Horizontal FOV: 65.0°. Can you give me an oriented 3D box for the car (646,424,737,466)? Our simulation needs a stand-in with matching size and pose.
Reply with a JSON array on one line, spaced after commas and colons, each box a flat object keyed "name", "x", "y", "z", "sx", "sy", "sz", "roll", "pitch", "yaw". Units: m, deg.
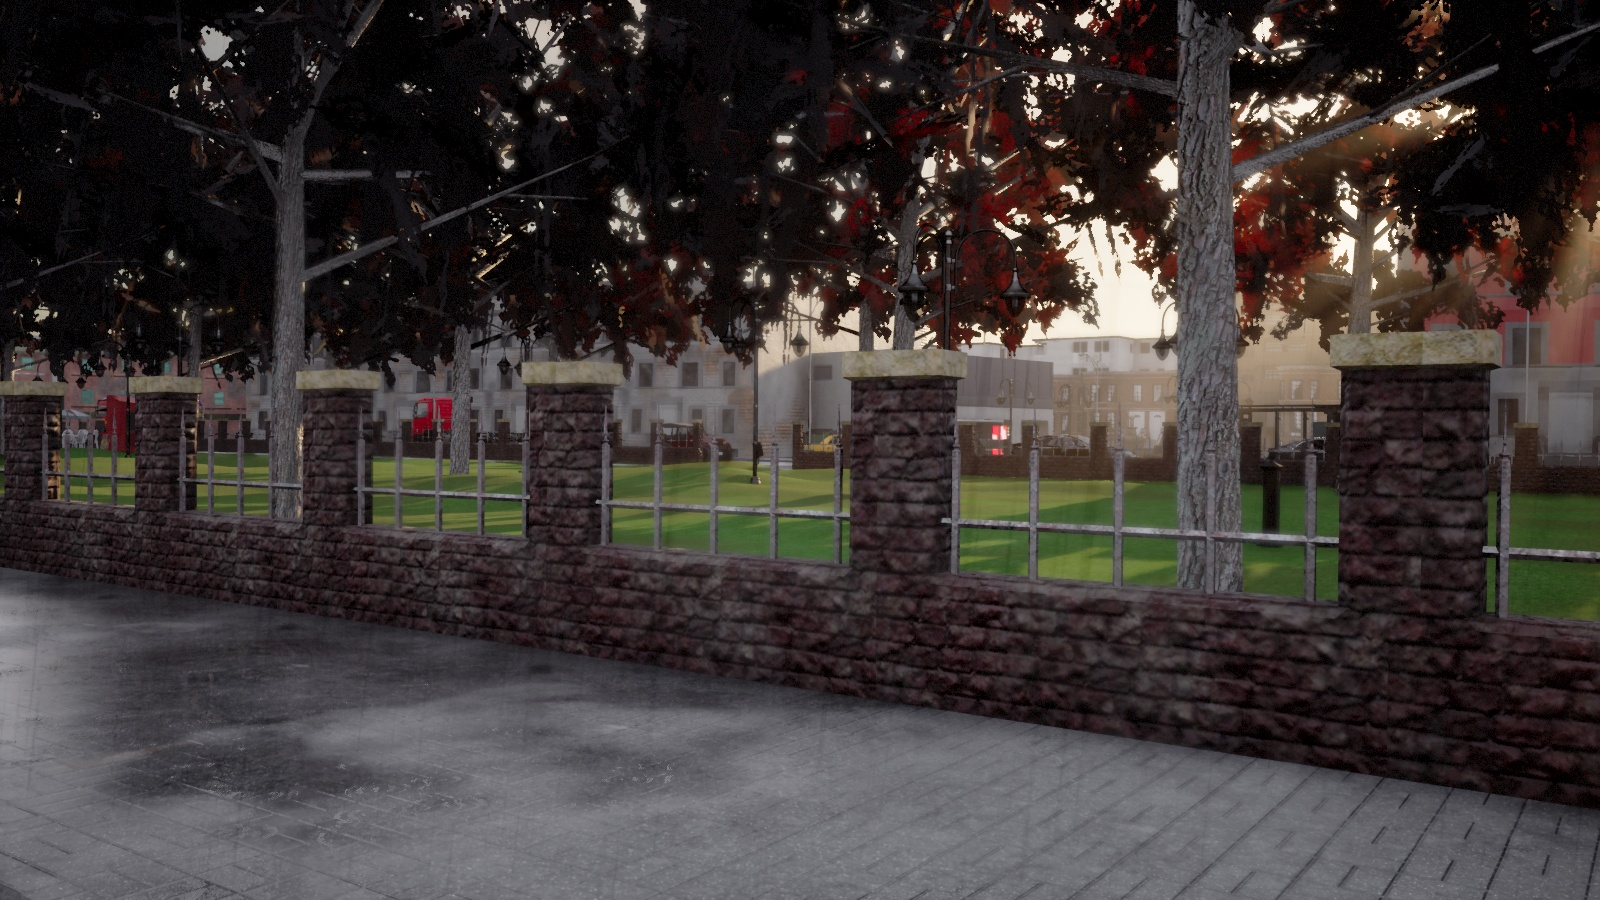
[{"name": "car", "x": -5.027, "y": -0.223, "z": 58.269, "sx": 3.866, "sy": 1.878, "sz": 1.905, "roll": 0, "pitch": 1, "yaw": 35}]

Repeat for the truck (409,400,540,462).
[{"name": "truck", "x": -18.963, "y": -1.074, "z": 72.916, "sx": 7.936, "sy": 3.462, "sz": 2.891, "roll": 0, "pitch": 1, "yaw": 35}]

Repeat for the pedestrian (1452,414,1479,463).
[{"name": "pedestrian", "x": 24.919, "y": -0.427, "z": 47.018, "sx": 0.869, "sy": 1.805, "sz": 0.328, "roll": 0, "pitch": 1, "yaw": 37}]

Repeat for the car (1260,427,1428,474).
[{"name": "car", "x": 18.149, "y": -0.001, "z": 41.978, "sx": 4.892, "sy": 1.490, "sz": 1.837, "roll": 0, "pitch": 1, "yaw": 35}]

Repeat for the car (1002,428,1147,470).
[{"name": "car", "x": 10.341, "y": -0.054, "z": 47.469, "sx": 4.902, "sy": 1.511, "sz": 2.128, "roll": 0, "pitch": 1, "yaw": 35}]

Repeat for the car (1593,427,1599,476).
[{"name": "car", "x": 25.908, "y": 0.024, "z": 36.535, "sx": 4.674, "sy": 1.442, "sz": 1.812, "roll": 0, "pitch": 1, "yaw": 36}]

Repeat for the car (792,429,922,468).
[{"name": "car", "x": 2.360, "y": -0.076, "z": 53.081, "sx": 5.366, "sy": 1.575, "sz": 1.801, "roll": 0, "pitch": 1, "yaw": 35}]
